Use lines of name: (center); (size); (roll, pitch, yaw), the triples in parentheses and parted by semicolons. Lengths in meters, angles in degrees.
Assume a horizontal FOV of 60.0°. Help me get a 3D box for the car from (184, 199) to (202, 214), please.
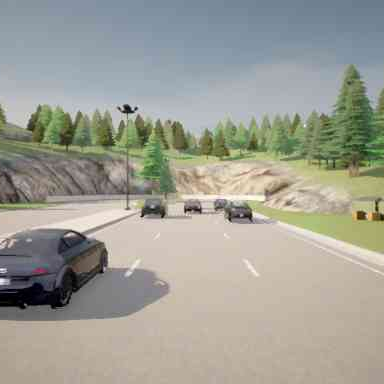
car: (0.100, 1.601, 35.779); (1.895, 1.301, 4.718); (0, 0, 0)

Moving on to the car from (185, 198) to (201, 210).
car: (0.190, 1.564, 44.539); (1.994, 1.385, 4.181); (0, 0, 2)

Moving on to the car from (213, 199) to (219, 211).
car: (3.629, 1.547, 41.185); (2.033, 1.411, 5.357); (0, 0, 1)

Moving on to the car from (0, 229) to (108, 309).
car: (-3.401, 1.564, 7.921); (1.994, 1.385, 4.181); (0, 0, 0)

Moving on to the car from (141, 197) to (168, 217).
car: (-3.400, 1.351, 30.825); (2.097, 1.767, 4.553); (0, 0, 0)

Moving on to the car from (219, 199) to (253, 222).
car: (3.600, 1.491, 26.493); (2.128, 1.511, 4.902); (0, 0, 0)
